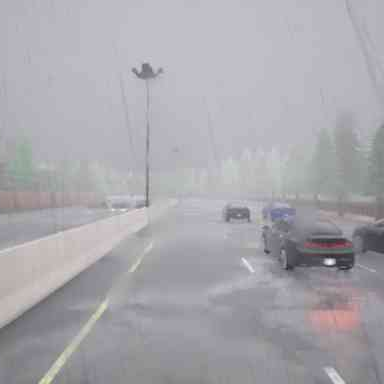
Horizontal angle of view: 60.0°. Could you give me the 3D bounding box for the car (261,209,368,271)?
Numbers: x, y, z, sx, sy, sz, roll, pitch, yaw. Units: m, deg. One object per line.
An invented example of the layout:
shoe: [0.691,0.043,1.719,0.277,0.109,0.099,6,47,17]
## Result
car: [3.568,1.549,11.013,1.837,1.490,4.892,0,0,0]

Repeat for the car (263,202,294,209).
car: [7.072,1.583,27.457,1.882,1.535,5.008,0,0,0]

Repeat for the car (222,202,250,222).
car: [3.572,1.583,27.460,1.882,1.535,5.008,0,0,0]

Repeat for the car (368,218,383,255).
car: [7.066,1.535,10.910,2.128,1.511,4.902,0,0,0]
